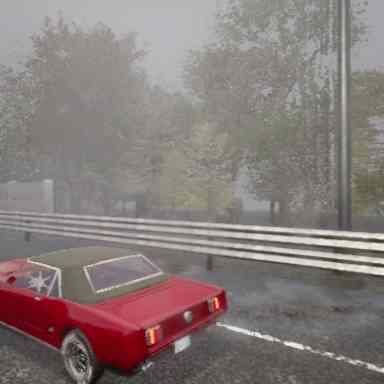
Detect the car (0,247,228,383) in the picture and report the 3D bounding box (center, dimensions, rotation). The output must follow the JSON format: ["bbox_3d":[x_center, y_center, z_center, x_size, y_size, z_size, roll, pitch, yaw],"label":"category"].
[{"bbox_3d":[-1.907,1.576,5.369,4.718,1.301,1.895,0,0,36],"label":"car"}]
